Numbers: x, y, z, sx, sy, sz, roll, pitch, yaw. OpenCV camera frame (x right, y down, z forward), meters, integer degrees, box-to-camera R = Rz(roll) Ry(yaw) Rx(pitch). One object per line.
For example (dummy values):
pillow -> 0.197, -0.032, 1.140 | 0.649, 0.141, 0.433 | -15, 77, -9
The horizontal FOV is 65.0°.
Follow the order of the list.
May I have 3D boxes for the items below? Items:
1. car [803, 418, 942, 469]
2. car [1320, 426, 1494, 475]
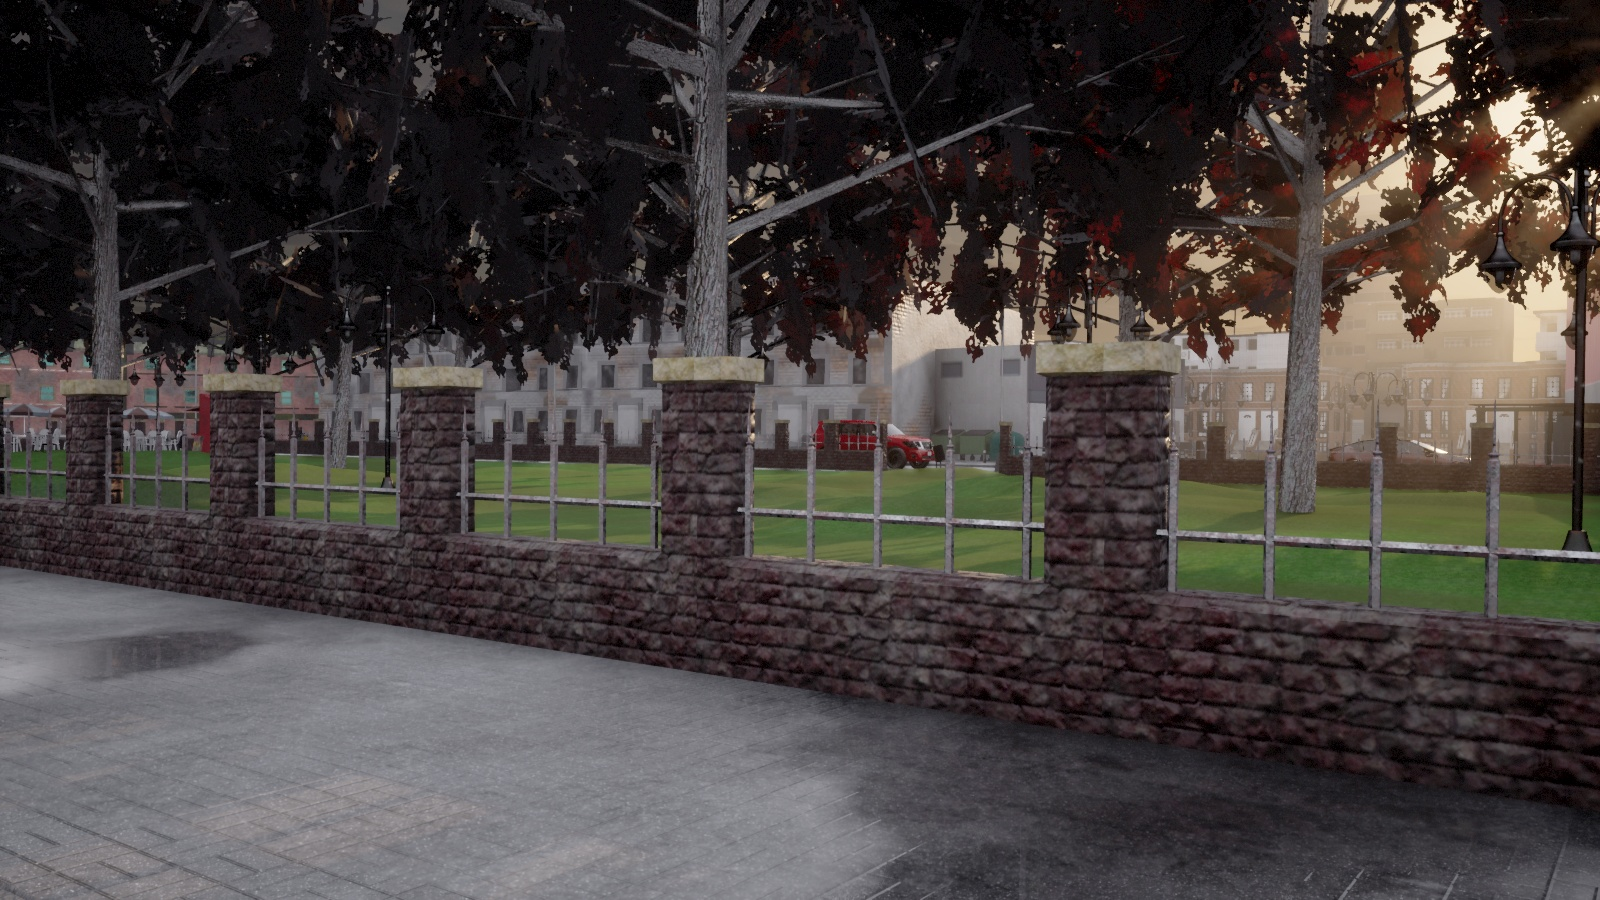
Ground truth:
car -> 3.007, -0.298, 52.797 | 5.566, 2.045, 2.150 | 0, 1, 36
car -> 19.728, -0.006, 40.903 | 4.792, 1.488, 2.163 | 0, 1, 36
